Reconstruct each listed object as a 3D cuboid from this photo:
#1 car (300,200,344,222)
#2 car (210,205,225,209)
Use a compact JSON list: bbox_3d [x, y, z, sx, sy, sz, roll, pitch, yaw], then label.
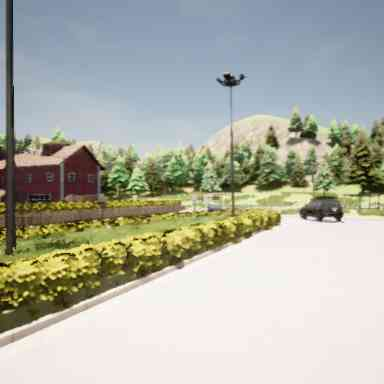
[{"bbox_3d":[12.413,1.764,32.164,2.150,2.045,5.566,-1,-1,-6],"label":"car"},{"bbox_3d":[3.449,2.495,45.730,1.882,1.535,5.008,-2,-2,9],"label":"car"}]
